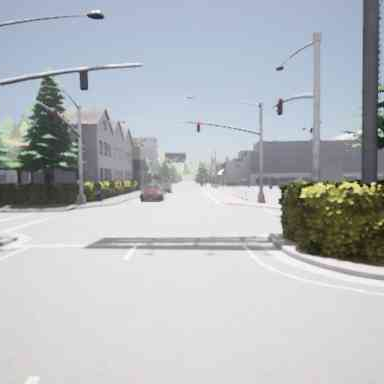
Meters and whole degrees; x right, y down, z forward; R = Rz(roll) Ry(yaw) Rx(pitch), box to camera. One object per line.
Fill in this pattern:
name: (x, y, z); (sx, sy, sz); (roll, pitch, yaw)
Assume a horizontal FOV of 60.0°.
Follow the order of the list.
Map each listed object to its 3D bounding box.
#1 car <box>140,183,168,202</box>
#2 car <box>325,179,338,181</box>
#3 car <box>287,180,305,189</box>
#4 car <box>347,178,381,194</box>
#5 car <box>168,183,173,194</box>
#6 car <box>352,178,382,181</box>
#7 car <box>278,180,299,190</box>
car: (-3.829, -0.017, 32.606); (2.097, 1.767, 4.553); (-1, 2, 0)
car: (25.062, -1.537, 60.347); (2.152, 1.636, 5.027); (-1, 2, -1)
car: (18.649, -1.362, 59.971); (1.970, 1.475, 3.806); (-1, 2, -1)
car: (22.086, -0.835, 42.949); (1.932, 1.855, 4.605); (-1, 2, -1)
car: (-3.924, -0.563, 49.466); (1.837, 1.490, 4.892); (-1, 2, 0)
car: (18.874, -0.488, 35.058); (1.905, 1.878, 3.866); (-1, 2, -1)
car: (15.054, -0.958, 52.898); (2.007, 1.523, 4.514); (-1, 2, -1)
